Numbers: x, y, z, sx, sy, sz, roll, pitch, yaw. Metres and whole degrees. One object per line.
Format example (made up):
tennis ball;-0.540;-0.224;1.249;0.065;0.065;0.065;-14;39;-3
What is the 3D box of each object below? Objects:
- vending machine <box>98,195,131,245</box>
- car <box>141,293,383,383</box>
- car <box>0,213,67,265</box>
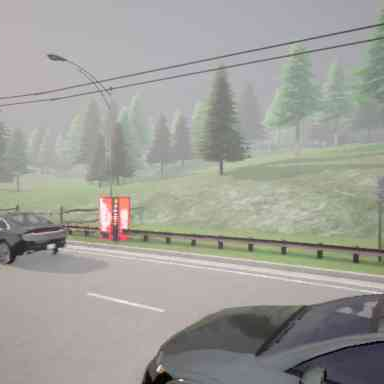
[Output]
vending machine;-3.417;1.195;14.712;0.880;2.100;1.100;0;0;29
car;1.584;1.564;2.565;4.181;1.385;1.994;0;0;35
car;-6.554;1.492;11.634;4.902;1.511;2.128;0;0;29
